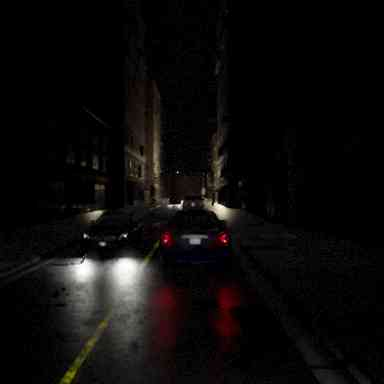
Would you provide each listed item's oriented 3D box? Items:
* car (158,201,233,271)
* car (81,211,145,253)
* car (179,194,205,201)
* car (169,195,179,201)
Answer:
[{"bbox_3d":[0.093,1.357,11.108,2.097,1.767,4.553,0,0,0],"label":"car"},{"bbox_3d":[-3.096,1.533,13.864,1.812,1.442,4.674,0,0,0],"label":"car"},{"bbox_3d":[0.112,1.228,34.390,2.150,2.045,5.566,0,0,0],"label":"car"},{"bbox_3d":[-2.979,1.401,59.006,2.097,1.767,4.553,0,0,0],"label":"car"}]
